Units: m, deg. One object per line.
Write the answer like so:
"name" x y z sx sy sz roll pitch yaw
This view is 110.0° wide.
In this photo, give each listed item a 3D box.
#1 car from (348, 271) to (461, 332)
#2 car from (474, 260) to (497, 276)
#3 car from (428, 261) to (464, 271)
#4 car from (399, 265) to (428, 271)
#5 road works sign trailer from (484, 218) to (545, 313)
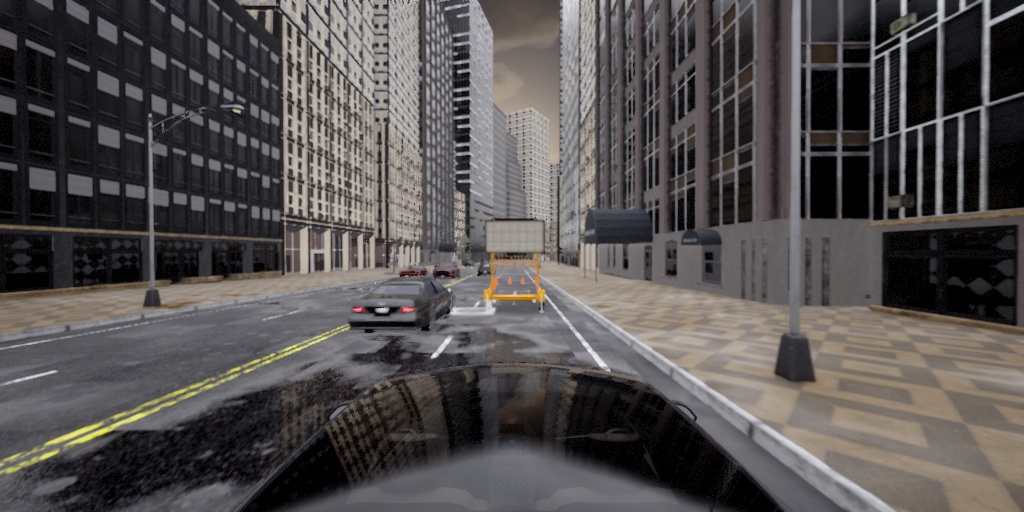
"car" -3.062 1.357 11.035 2.033 1.411 5.357 0 0 0
"car" -2.848 1.507 40.710 1.812 1.442 4.674 0 0 0
"car" -6.334 1.307 35.022 2.097 1.767 4.553 0 0 0
"car" -9.584 1.564 35.279 1.895 1.301 4.718 0 0 0
"road works sign trailer" 0.122 0.288 14.513 2.380 3.560 2.880 0 0 1
